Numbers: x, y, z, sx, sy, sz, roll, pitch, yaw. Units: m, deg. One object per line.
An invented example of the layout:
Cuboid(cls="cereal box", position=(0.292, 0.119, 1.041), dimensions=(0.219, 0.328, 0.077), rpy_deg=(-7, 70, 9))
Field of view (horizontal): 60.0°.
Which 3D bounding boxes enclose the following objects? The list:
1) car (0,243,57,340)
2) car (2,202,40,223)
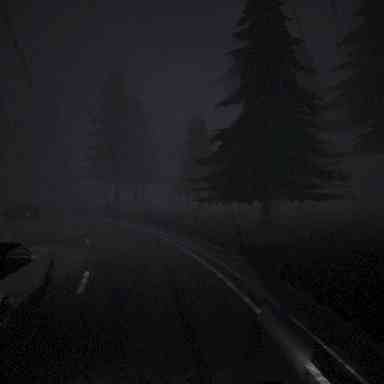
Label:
Cuboid(cls="car", position=(-3.992, 1.617, 6.312), dimensions=(1.895, 1.301, 4.718), rpy_deg=(0, 0, -10))
Cuboid(cls="car", position=(-13.761, 1.526, 26.672), dimensions=(1.882, 1.535, 5.008), rpy_deg=(0, 0, -40))
